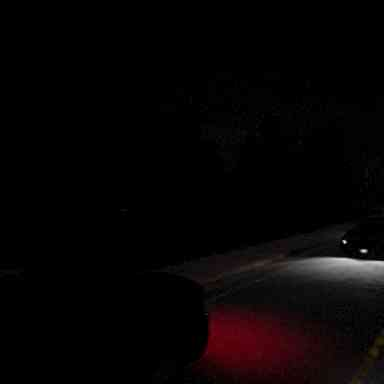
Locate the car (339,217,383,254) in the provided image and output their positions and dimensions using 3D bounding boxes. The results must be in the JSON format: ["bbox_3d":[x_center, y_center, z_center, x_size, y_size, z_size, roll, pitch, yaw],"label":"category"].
[{"bbox_3d":[8.013,1.808,14.322,2.033,1.411,5.357,-3,-2,40],"label":"car"}]

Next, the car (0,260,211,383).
[{"bbox_3d":[-2.132,1.663,3.861,5.008,1.535,1.882,0,-2,-32],"label":"car"}]
